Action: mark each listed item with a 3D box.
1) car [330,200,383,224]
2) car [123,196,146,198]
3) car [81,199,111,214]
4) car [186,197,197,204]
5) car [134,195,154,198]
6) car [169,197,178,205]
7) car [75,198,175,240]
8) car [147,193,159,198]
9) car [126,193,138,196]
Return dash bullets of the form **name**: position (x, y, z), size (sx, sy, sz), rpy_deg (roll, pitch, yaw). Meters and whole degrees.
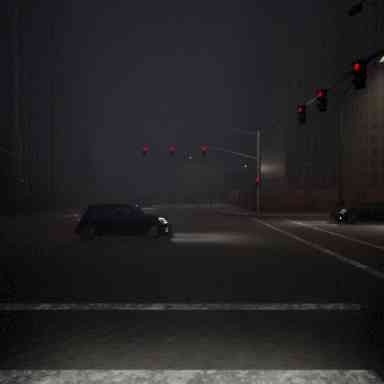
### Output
- **car**: position (12.364, 1.352, 23.844), size (4.553, 1.767, 2.097), rpy_deg (0, 0, 0)
- **car**: position (-7.163, 1.526, 40.501), size (1.812, 1.442, 4.674), rpy_deg (0, 0, -1)
- **car**: position (-10.713, 1.547, 37.507), size (2.033, 1.411, 5.357), rpy_deg (0, 0, -3)
- **car**: position (-0.134, 1.564, 64.902), size (1.994, 1.385, 4.181), rpy_deg (0, 0, 0)
- **car**: position (-7.193, 1.526, 49.595), size (1.812, 1.442, 4.674), rpy_deg (0, 0, 0)
- **car**: position (-3.528, 1.547, 60.271), size (2.033, 1.411, 5.357), rpy_deg (0, 0, 0)
- **car**: position (-3.264, 1.352, 16.477), size (4.553, 1.767, 2.097), rpy_deg (0, 0, -1)
- **car**: position (-7.168, 1.221, 60.122), size (2.150, 2.045, 5.566), rpy_deg (0, 0, 1)
- **car**: position (-10.678, 1.221, 58.272), size (2.150, 2.045, 5.566), rpy_deg (0, 0, 0)
